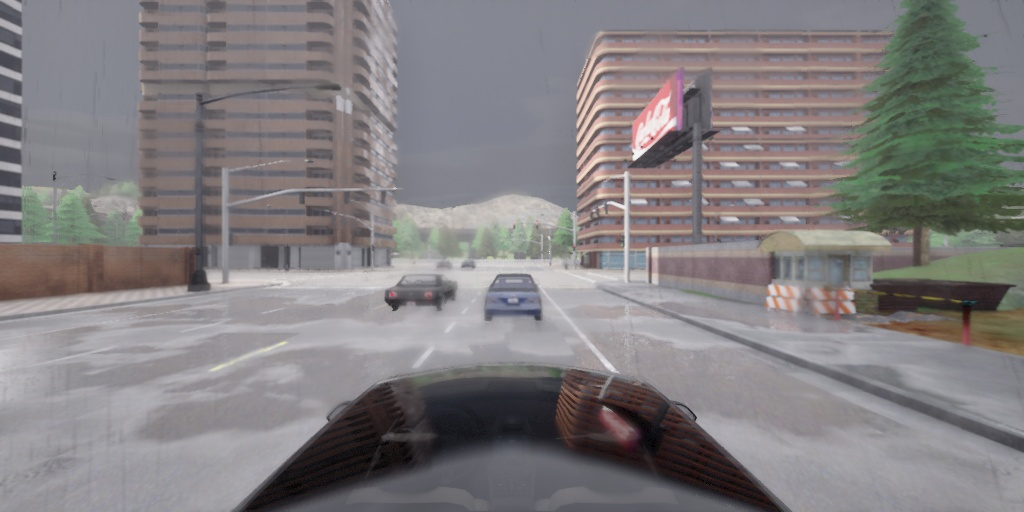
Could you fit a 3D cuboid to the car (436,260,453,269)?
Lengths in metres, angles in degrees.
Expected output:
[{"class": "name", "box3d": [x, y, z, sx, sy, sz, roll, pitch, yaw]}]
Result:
[{"class": "car", "box3d": [-10.432, 1.340, 55.487, 1.994, 1.385, 4.181, 0, 0, 0]}]

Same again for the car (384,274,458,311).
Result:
[{"class": "car", "box3d": [-3.413, 1.357, 14.468, 1.895, 1.301, 4.718, 0, 0, 1]}]

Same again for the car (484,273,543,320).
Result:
[{"class": "car", "box3d": [0.066, 1.303, 12.552, 2.033, 1.411, 5.357, 0, 0, 1]}]

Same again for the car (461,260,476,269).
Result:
[{"class": "car", "box3d": [-6.913, 1.342, 57.574, 1.994, 1.385, 4.181, 0, 0, 1]}]
